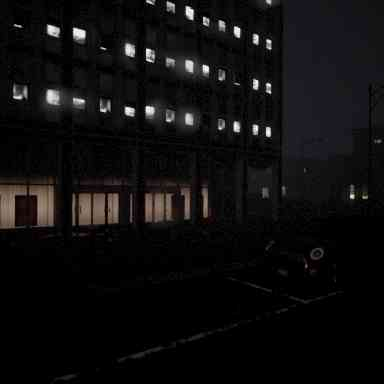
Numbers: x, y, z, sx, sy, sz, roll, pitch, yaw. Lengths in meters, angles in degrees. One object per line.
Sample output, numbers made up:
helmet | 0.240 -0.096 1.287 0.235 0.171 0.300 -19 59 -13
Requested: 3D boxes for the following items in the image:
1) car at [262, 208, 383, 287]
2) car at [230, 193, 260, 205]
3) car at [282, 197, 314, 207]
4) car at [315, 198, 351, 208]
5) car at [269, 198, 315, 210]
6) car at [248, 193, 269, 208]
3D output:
car | 3.850 1.441 9.312 4.097 1.590 1.967 0 0 -36
car | 9.157 1.168 57.615 2.192 1.841 5.009 1 0 -35
car | 15.457 1.480 48.509 1.802 1.307 4.206 1 0 -35
car | 18.511 1.447 44.095 1.752 1.417 4.829 1 0 -35
car | 11.716 1.427 39.188 2.008 1.369 4.403 1 0 -35
car | 8.567 1.168 43.742 2.192 1.841 5.009 1 0 -35
